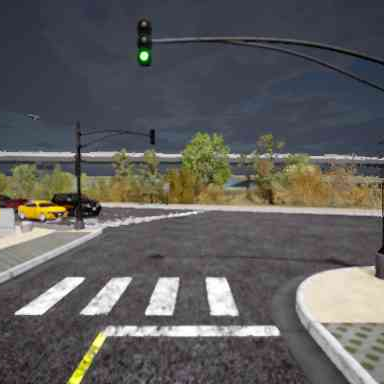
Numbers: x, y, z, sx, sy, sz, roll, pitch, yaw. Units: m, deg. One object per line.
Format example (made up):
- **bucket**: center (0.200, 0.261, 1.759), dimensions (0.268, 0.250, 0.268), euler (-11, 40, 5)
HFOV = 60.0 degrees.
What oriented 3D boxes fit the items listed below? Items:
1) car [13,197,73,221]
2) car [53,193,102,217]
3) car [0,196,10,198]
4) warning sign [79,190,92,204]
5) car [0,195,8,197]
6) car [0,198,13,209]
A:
- **car**: center (-12.394, 1.497, 27.547), dimensions (5.008, 1.535, 1.882), euler (0, 2, 36)
- **car**: center (-10.657, 1.112, 30.287), dimensions (5.566, 2.045, 2.150), euler (0, 2, 36)
- **car**: center (-18.546, 1.440, 36.038), dimensions (4.674, 1.442, 1.812), euler (0, 2, 36)
- **warning sign**: center (-14.249, 0.656, 44.598), dimensions (1.060, 1.860, 1.300), euler (2, 2, 36)
- **car**: center (-30.526, 1.211, 52.888), dimensions (4.892, 1.490, 1.837), euler (0, 2, 36)
- **car**: center (-19.661, 1.605, 32.838), dimensions (4.181, 1.385, 1.994), euler (0, 2, 36)
